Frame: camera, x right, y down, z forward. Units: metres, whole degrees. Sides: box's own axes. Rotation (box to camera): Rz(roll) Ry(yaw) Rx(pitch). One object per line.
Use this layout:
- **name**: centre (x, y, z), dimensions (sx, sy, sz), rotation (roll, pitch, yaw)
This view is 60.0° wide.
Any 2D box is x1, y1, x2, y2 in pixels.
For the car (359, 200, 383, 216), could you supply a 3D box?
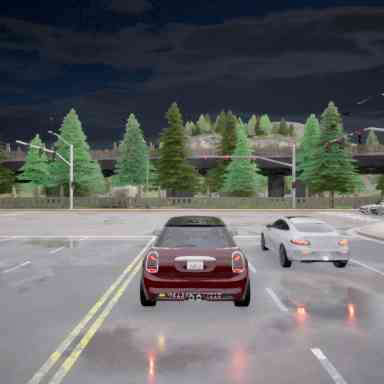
- **car**: centre (18.130, 1.470, 31.026), dimensions (4.674, 1.442, 1.812), rotation (0, 0, 1)

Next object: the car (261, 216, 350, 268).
- **car**: centre (3.594, 1.526, 11.205), dimensions (1.812, 1.442, 4.674), rotation (0, 0, 0)

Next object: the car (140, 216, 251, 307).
- **car**: centre (0.077, 1.352, 8.157), dimensions (2.097, 1.767, 4.553), rotation (0, 0, 1)
